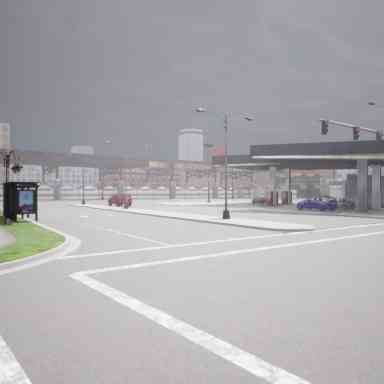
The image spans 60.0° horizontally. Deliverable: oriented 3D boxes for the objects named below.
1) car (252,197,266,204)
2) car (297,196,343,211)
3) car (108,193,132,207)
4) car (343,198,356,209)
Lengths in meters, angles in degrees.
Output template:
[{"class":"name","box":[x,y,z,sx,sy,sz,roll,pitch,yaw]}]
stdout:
[{"class":"car","box":[12.608,1.601,61.370,1.895,1.301,4.718,0,0,29]},{"class":"car","box":[14.306,1.295,38.312,2.242,1.667,4.611,0,0,-35]},{"class":"car","box":[-11.263,1.221,52.035,2.150,2.045,5.566,0,0,-35]},{"class":"car","box":[18.580,1.456,42.226,1.970,1.475,3.806,0,0,-35]}]
